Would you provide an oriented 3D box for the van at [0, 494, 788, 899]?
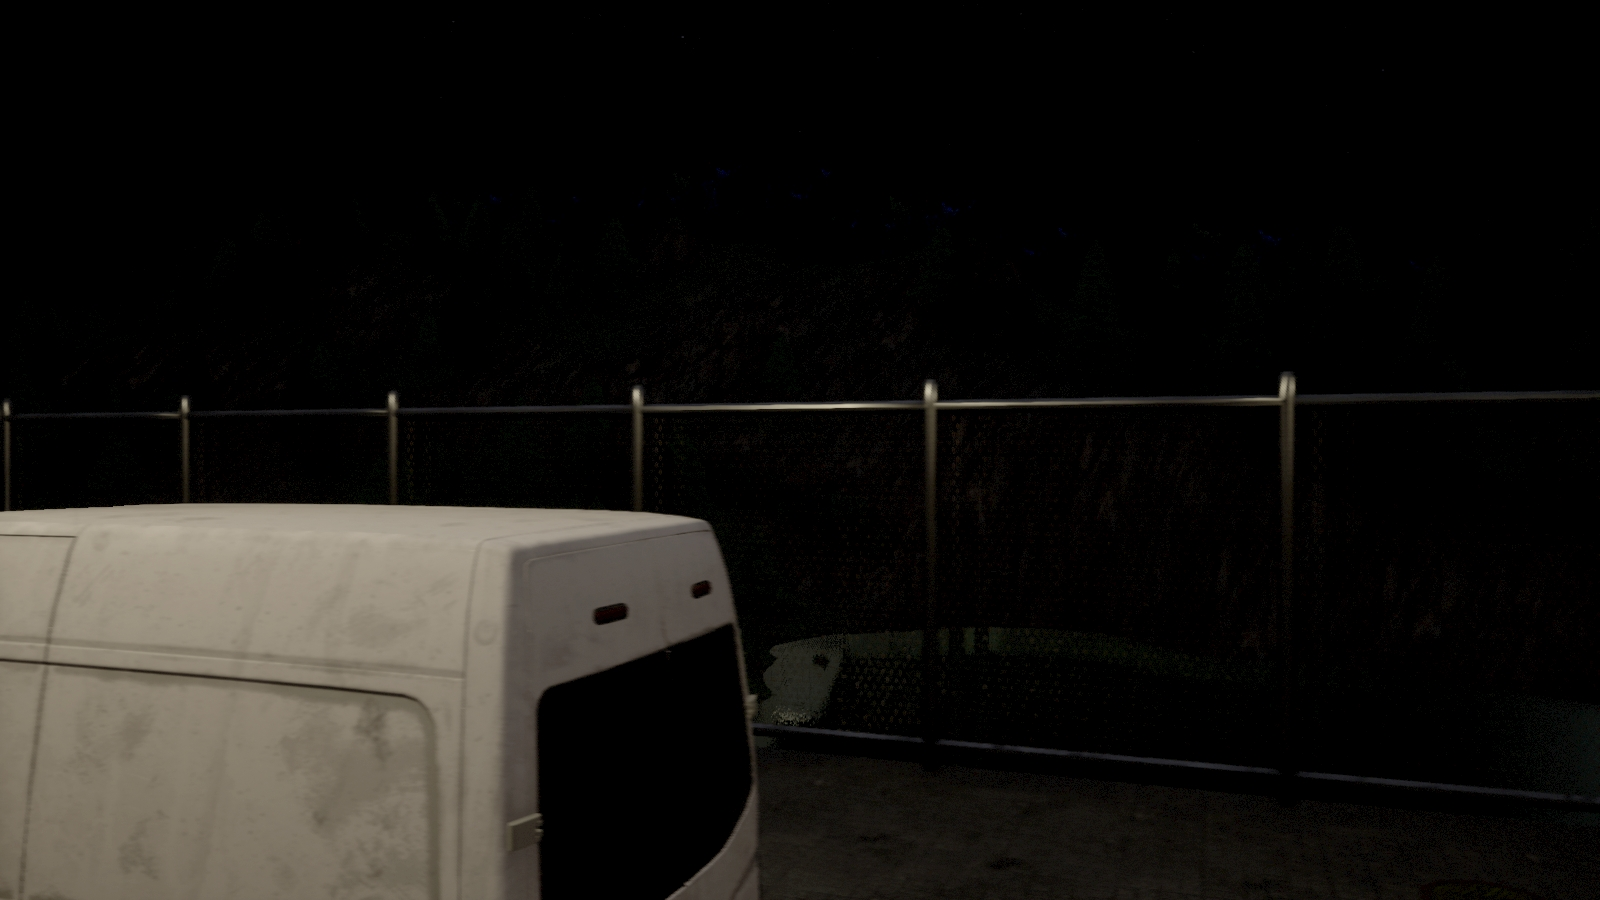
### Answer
[{"bbox_3d":[-3.170,1.534,4.983,5.915,2.561,1.988,0,0,20],"label":"van"}]
